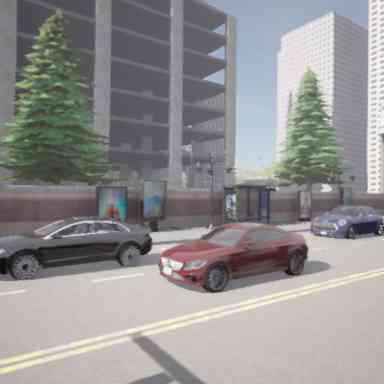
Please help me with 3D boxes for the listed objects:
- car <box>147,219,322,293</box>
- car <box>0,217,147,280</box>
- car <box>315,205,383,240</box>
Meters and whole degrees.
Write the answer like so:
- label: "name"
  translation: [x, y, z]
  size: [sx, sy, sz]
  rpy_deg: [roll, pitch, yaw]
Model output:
- label: "car"
  translation: [1.329, 1.601, 9.173]
  size: [4.674, 1.442, 1.812]
  rpy_deg: [0, 0, -35]
- label: "car"
  translation: [-3.535, 1.523, 10.052]
  size: [4.902, 1.511, 2.128]
  rpy_deg: [1, -1, -35]
- label: "car"
  translation: [8.701, 1.565, 18.586]
  size: [4.553, 1.767, 2.097]
  rpy_deg: [1, 0, -35]
